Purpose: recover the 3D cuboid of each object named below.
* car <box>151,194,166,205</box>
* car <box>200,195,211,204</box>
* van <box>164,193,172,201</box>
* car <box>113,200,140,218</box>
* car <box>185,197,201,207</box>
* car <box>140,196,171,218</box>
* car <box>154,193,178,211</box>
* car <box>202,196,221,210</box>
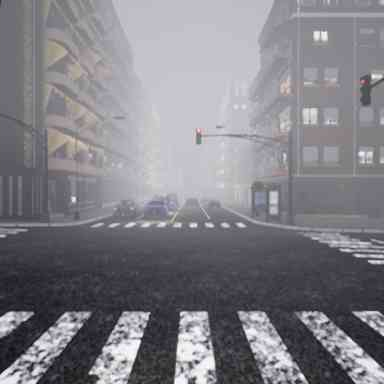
[{"bbox_3d":[-5.799,1.258,57.819,2.192,1.841,5.009,0,0,0],"label":"car"},{"bbox_3d":[2.573,1.378,63.468,1.967,1.590,4.097,0,0,0],"label":"car"},{"bbox_3d":[-5.838,1.261,80.374,1.690,1.788,3.998,0,0,0],"label":"van"},{"bbox_3d":[-5.747,1.410,29.626,1.967,1.590,4.097,0,0,0],"label":"car"},{"bbox_3d":[0.009,1.514,50.411,1.994,1.385,4.181,0,0,0],"label":"car"},{"bbox_3d":[-3.142,1.447,29.712,1.882,1.535,5.008,0,0,-1],"label":"car"},{"bbox_3d":[-3.159,1.312,39.339,2.097,1.767,4.553,0,0,0],"label":"car"},{"bbox_3d":[2.613,1.510,40.913,2.008,1.369,4.403,0,0,0],"label":"car"}]
